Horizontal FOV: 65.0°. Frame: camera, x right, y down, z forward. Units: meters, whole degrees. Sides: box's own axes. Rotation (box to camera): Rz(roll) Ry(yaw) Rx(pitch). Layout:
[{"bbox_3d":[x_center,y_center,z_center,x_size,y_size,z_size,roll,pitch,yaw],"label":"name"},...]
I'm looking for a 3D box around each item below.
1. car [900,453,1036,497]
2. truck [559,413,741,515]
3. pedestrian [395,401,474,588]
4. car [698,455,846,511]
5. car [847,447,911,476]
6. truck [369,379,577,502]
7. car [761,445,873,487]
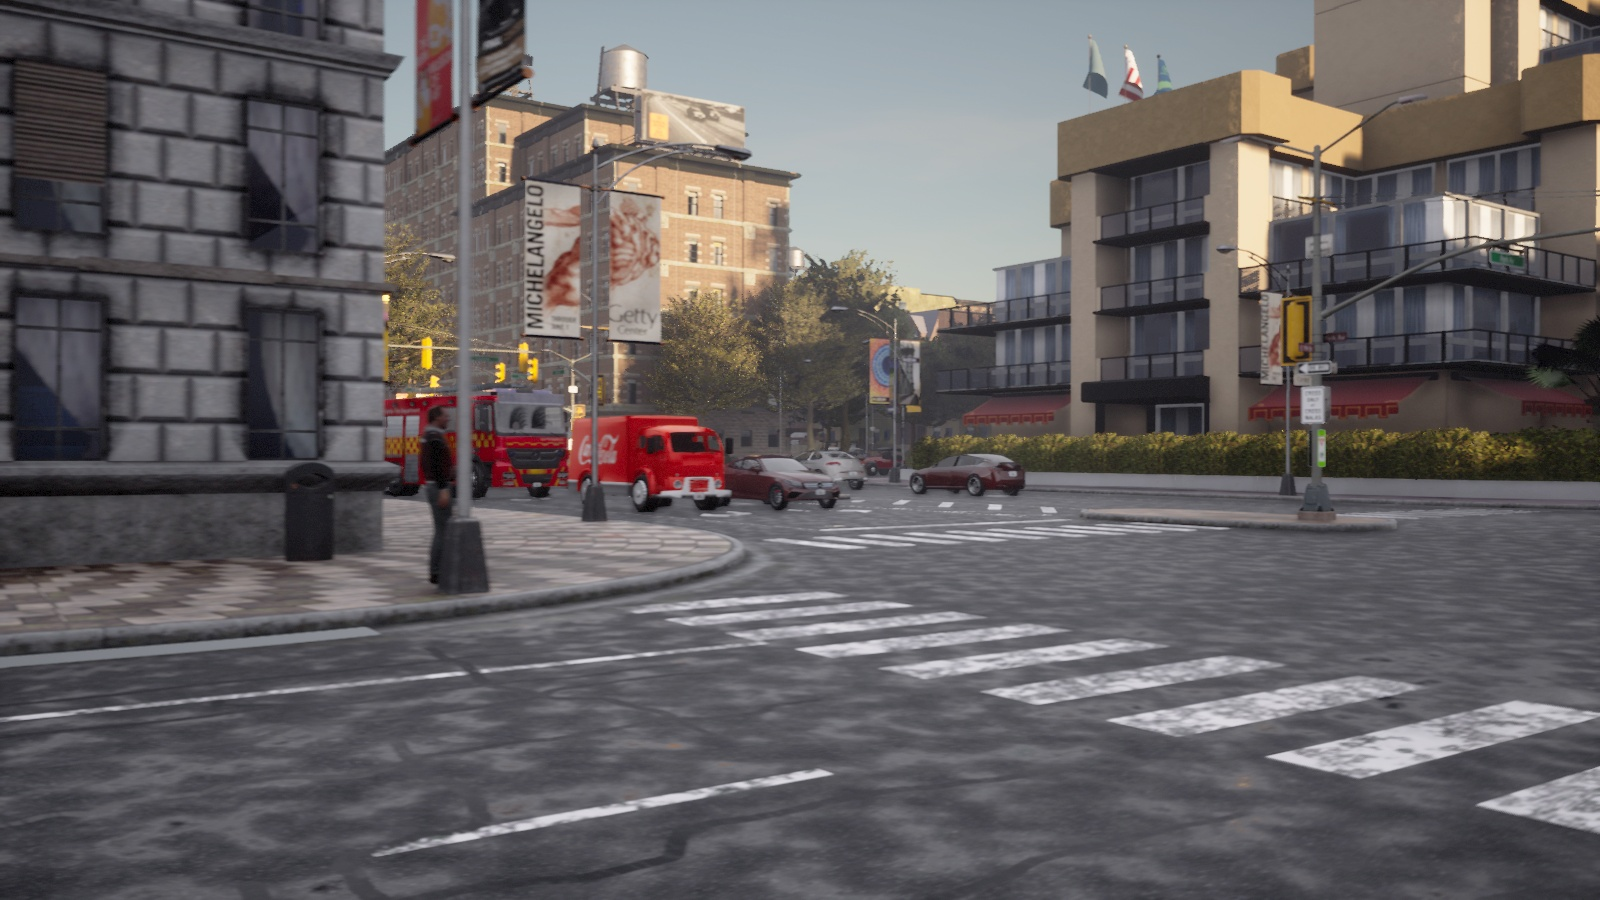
[{"bbox_3d":[5.958,0.843,45.180,2.163,1.488,4.792,0,0,-35],"label":"car"},{"bbox_3d":[-4.082,0.349,33.406,2.627,2.467,5.204,0,0,-35],"label":"truck"},{"bbox_3d":[-3.715,0.441,12.755,0.720,1.854,0.376,0,0,-26],"label":"pedestrian"},{"bbox_3d":[-0.866,0.858,34.922,1.812,1.442,4.674,0,0,-35],"label":"car"},{"bbox_3d":[5.212,0.733,82.979,3.866,1.878,1.905,0,0,-36],"label":"car"},{"bbox_3d":[-11.373,-0.290,43.081,8.468,3.827,2.891,0,0,44],"label":"truck"},{"bbox_3d":[0.655,0.651,52.605,2.152,1.651,5.027,0,0,-35],"label":"car"}]
